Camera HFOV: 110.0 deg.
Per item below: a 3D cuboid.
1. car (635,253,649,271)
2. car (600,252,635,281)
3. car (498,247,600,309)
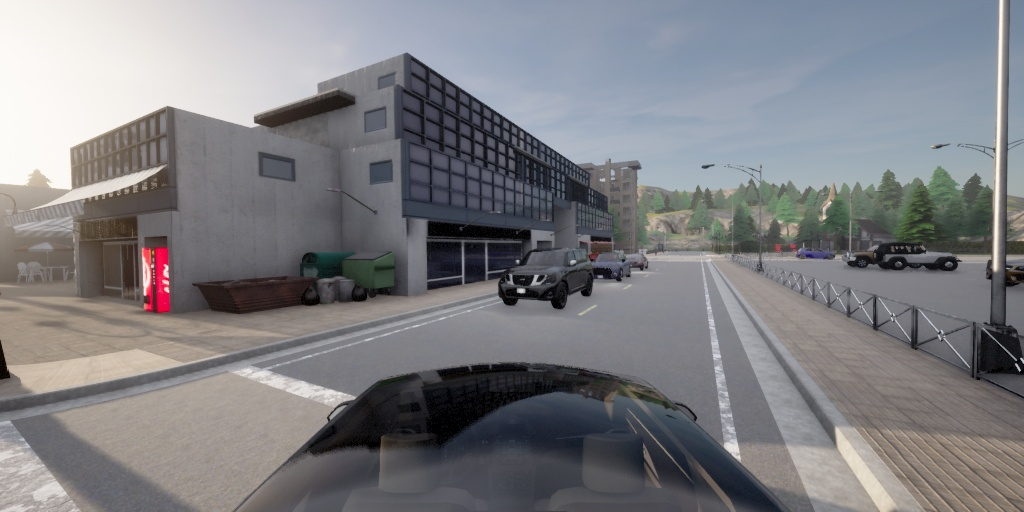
[{"bbox_3d":[10.873,0.462,31.715,1.812,1.442,4.674,0,2,28],"label":"car"},{"bbox_3d":[6.126,0.561,22.651,2.097,1.767,4.553,0,2,28],"label":"car"},{"bbox_3d":[1.568,0.693,13.935,2.150,2.045,5.566,0,1,28],"label":"car"}]
